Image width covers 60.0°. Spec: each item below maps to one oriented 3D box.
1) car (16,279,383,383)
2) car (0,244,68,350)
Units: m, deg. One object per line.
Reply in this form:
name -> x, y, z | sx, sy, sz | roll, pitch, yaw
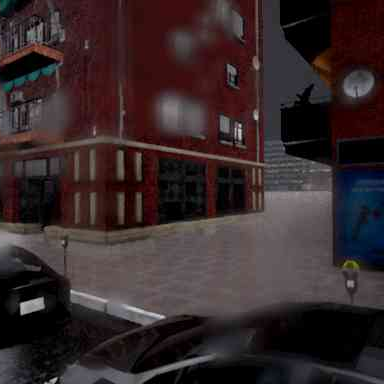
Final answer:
car -> 0.810, 1.564, 2.438 | 4.313, 1.339, 1.947 | 0, -1, 36
car -> -3.837, 1.566, 5.676 | 4.313, 1.339, 1.947 | 0, 0, 36
